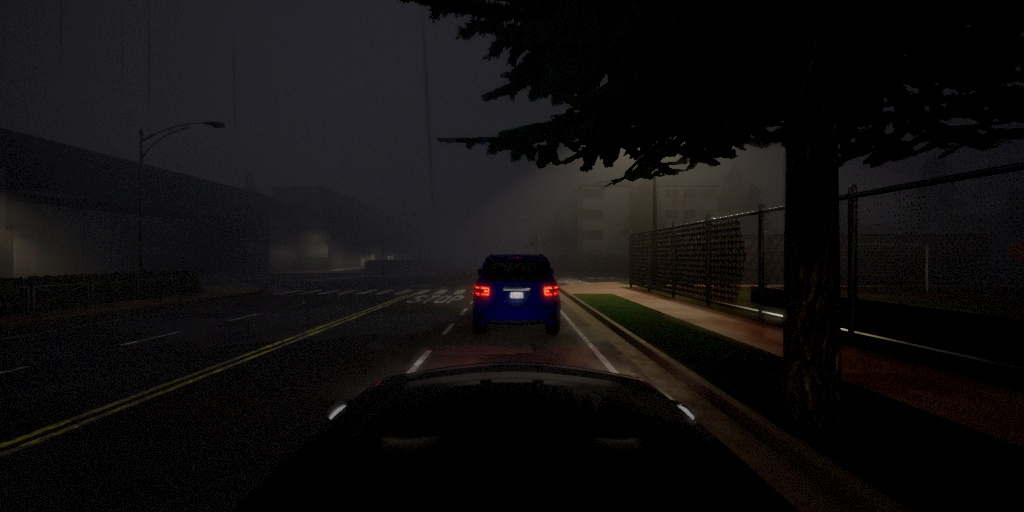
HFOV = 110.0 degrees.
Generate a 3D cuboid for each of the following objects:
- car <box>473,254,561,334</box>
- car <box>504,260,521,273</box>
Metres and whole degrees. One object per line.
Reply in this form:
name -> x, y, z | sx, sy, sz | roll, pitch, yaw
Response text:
car -> 0.115, 0.971, 10.701 | 2.150, 2.045, 5.566 | 0, 0, 0
car -> 0.025, 1.238, 45.576 | 2.128, 1.511, 4.902 | 0, 0, 0
